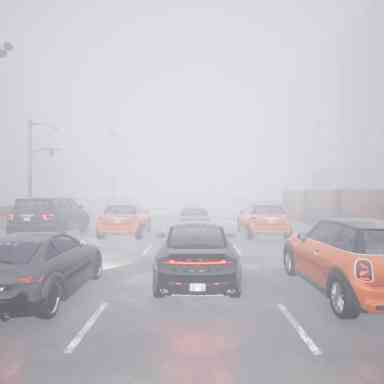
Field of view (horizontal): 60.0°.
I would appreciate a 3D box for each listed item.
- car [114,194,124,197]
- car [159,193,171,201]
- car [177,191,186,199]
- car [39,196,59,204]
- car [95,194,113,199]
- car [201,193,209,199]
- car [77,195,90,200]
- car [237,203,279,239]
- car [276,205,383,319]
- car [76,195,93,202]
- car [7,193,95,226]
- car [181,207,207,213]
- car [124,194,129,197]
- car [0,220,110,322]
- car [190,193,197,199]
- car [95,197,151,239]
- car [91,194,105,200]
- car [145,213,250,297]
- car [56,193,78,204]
[{"bbox_3d":[-17.332,1.393,74.755,1.882,1.535,5.008,0,0,1],"label":"car"},{"bbox_3d":[-6.786,1.423,79.724,1.994,1.385,4.181,0,1,1],"label":"car"},{"bbox_3d":[-3.162,1.192,93.644,1.837,1.490,4.892,0,1,1],"label":"car"},{"bbox_3d":[-27.916,1.569,65.081,1.895,1.301,4.718,0,0,0],"label":"car"},{"bbox_3d":[-17.416,1.463,65.046,1.837,1.490,4.892,0,0,0],"label":"car"},{"bbox_3d":[3.842,1.242,93.991,1.994,1.385,4.181,0,1,1],"label":"car"},{"bbox_3d":[-27.739,1.410,85.104,1.895,1.301,4.718,0,1,1],"label":"car"},{"bbox_3d":[3.609,1.352,17.271,2.097,1.767,4.553,0,0,0],"label":"car"},{"bbox_3d":[3.604,1.352,7.517,2.097,1.767,4.553,0,0,0],"label":"car"},{"bbox_3d":[-24.326,1.435,75.437,2.128,1.511,4.902,0,0,1],"label":"car"},{"bbox_3d":[-6.892,1.223,16.586,2.150,2.045,5.566,0,0,0],"label":"car"},{"bbox_3d":[0.117,1.547,18.625,2.033,1.411,5.357,0,0,0],"label":"car"},{"bbox_3d":[-17.240,1.339,85.045,1.812,1.442,4.674,0,1,1],"label":"car"},{"bbox_3d":[-3.396,1.564,7.350,1.994,1.385,4.181,0,0,0],"label":"car"},{"bbox_3d":[0.338,1.170,93.610,1.882,1.535,5.008,0,1,1],"label":"car"},{"bbox_3d":[-3.391,1.352,17.318,2.097,1.767,4.553,0,0,0],"label":"car"},{"bbox_3d":[-24.234,1.332,85.740,2.128,1.511,4.902,0,1,1],"label":"car"},{"bbox_3d":[0.105,1.505,8.533,1.837,1.490,4.892,0,0,0],"label":"car"},{"bbox_3d":[-24.414,1.198,65.321,2.150,2.045,5.566,0,0,0],"label":"car"}]
